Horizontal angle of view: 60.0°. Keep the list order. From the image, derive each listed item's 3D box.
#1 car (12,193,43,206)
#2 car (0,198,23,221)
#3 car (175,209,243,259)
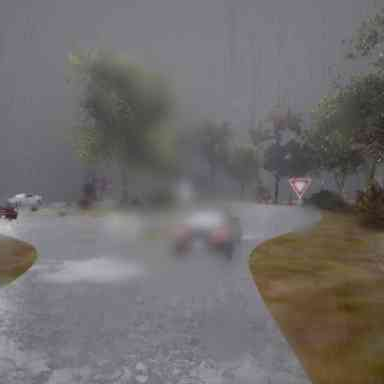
[{"bbox_3d":[-19.062,0.879,37.662,1.812,1.442,4.674,0,1,20],"label":"car"},{"bbox_3d":[-13.403,1.219,22.158,4.718,1.301,1.895,1,1,40],"label":"car"},{"bbox_3d":[0.685,1.323,11.736,1.812,1.442,4.674,0,1,13],"label":"car"}]
